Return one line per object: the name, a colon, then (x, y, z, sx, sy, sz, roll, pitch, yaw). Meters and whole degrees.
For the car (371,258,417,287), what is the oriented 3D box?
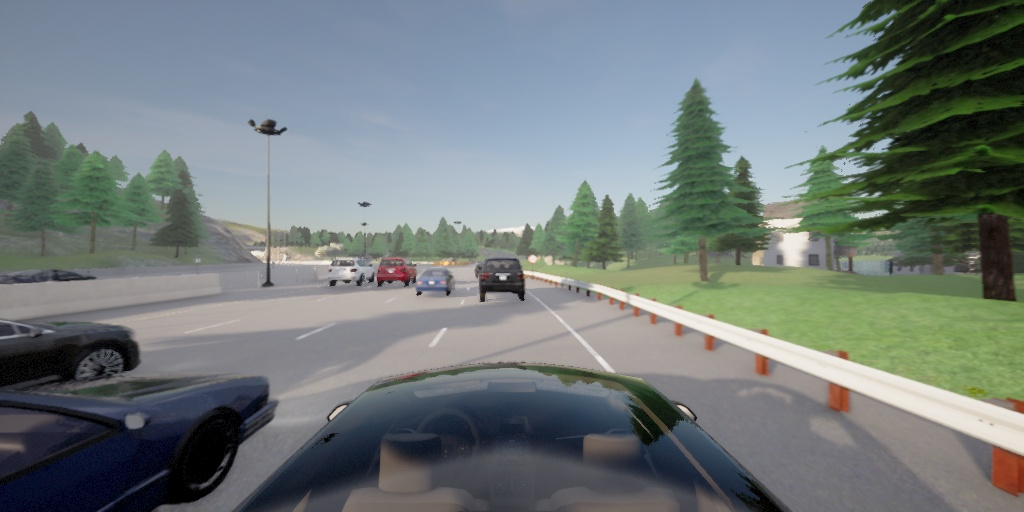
car: (-8.467, 1.150, 26.713, 2.150, 2.045, 5.566, 0, 0, -7)

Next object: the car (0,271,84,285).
car: (-21.617, 1.506, 15.146, 1.994, 1.385, 4.181, 0, 0, -4)

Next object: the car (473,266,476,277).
car: (-2.877, 1.457, 37.053, 1.837, 1.490, 4.892, 0, 0, -9)

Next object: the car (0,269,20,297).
car: (-28.852, 1.474, 17.936, 1.882, 1.535, 5.008, 0, -1, -5)

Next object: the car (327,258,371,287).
car: (-12.065, 1.173, 27.268, 2.150, 2.045, 5.566, 0, 0, -7)

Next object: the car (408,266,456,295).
car: (-4.294, 1.421, 20.669, 2.033, 1.411, 5.357, 0, 0, -5)

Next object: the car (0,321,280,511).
car: (-3.443, 1.315, 1.385, 2.033, 1.411, 5.357, 0, 0, 0)

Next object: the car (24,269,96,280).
car: (-25.444, 1.461, 19.120, 1.882, 1.535, 5.008, 0, -1, -5)

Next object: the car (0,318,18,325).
car: (-6.975, 1.292, 3.826, 2.128, 1.511, 4.902, 0, 0, 0)

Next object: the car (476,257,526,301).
car: (-0.596, 1.063, 18.377, 2.150, 2.045, 5.566, 0, 0, -5)
